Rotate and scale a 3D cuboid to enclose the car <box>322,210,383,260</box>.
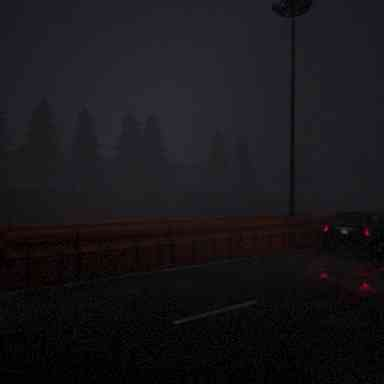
[{"bbox_3d":[7.287,1.491,13.331,4.553,1.767,2.097,1,0,-35],"label":"car"}]
